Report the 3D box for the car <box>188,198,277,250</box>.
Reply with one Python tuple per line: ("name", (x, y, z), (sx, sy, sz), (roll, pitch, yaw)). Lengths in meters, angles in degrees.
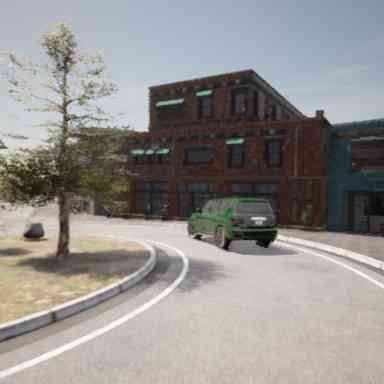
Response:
("car", (1.614, 1.313, 15.131), (2.150, 2.045, 5.566), (2, -2, -20))
